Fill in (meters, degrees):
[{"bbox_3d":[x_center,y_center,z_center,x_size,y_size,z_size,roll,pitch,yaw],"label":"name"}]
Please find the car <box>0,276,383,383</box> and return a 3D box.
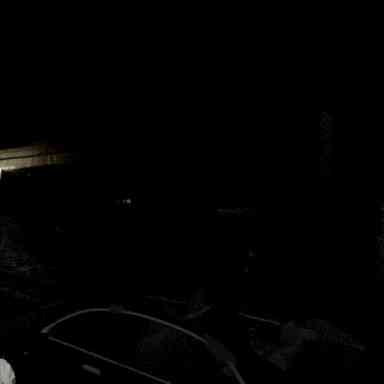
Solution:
[{"bbox_3d":[-0.289,1.536,3.166,4.403,1.369,2.008,1,0,35],"label":"car"}]
